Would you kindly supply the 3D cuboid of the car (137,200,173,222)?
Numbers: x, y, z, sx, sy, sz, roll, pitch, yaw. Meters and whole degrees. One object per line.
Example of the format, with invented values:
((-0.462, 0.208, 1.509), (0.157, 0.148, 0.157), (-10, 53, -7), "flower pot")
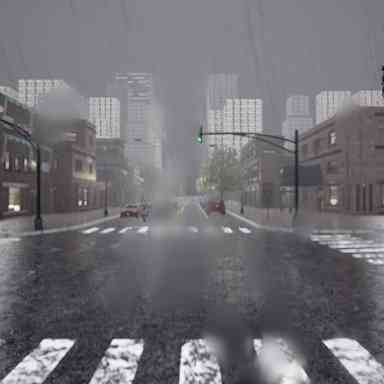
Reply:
((-3.109, 1.729, 28.861), (2.128, 1.511, 4.902), (0, 0, 0), "car")

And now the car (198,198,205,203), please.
((2.659, 2.422, 93.115), (1.802, 1.307, 4.206), (0, -1, 0), "car")

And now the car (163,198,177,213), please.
((-3.108, 1.831, 39.036), (1.837, 1.490, 4.892), (0, -1, 0), "car")

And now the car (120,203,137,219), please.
((-5.788, 1.812, 32.341), (1.887, 1.381, 4.507), (0, 0, 0), "car")

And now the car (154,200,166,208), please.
((-5.710, 2.097, 59.963), (1.802, 1.307, 4.206), (0, -1, 0), "car")

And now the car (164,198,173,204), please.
((-5.718, 2.280, 82.063), (2.008, 1.369, 4.403), (0, -1, 0), "car")

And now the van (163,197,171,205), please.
((-5.716, 2.015, 76.540), (1.690, 1.788, 3.998), (0, -1, 0), "van")

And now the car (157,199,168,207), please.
((-5.712, 2.149, 65.487), (1.802, 1.307, 4.206), (0, -1, 0), "car")

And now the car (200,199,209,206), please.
((2.666, 2.202, 71.015), (1.802, 1.307, 4.206), (0, -1, 0), "car")

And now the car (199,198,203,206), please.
((2.672, 2.030, 54.441), (1.947, 1.339, 4.313), (0, -1, 0), "car")

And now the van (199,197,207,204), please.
((2.662, 2.070, 82.068), (1.690, 1.788, 3.998), (0, -1, 0), "van")

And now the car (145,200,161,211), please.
((-5.706, 1.938, 48.743), (1.752, 1.417, 4.829), (0, -1, 0), "car")

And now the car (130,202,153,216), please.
((-5.703, 1.882, 37.862), (1.947, 1.339, 4.313), (0, -1, 0), "car")

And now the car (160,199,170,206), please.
((-5.714, 2.144, 70.843), (1.752, 1.417, 4.829), (0, -1, 0), "car")

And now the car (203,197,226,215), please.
((2.678, 1.631, 37.867), (2.192, 1.841, 5.009), (0, -1, 0), "car")

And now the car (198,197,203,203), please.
((2.670, 2.066, 59.966), (2.008, 1.369, 4.403), (0, -1, 0), "car")

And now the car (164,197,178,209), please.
((-3.105, 1.910, 49.422), (2.128, 1.511, 4.902), (0, -1, 0), "car")

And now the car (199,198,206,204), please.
((2.660, 2.312, 87.761), (1.752, 1.417, 4.829), (0, -1, 0), "car")
